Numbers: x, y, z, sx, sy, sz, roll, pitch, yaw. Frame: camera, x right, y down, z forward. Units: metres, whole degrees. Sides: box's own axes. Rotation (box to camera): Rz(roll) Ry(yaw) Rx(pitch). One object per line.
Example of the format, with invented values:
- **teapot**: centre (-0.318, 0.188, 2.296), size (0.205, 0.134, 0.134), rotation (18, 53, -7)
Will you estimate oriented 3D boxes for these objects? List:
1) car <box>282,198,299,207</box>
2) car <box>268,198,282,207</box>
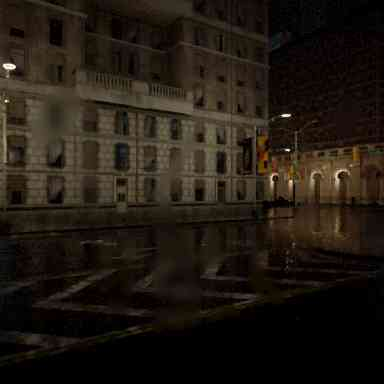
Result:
- **car**: centre (14.406, 1.564, 51.366), size (1.994, 1.385, 4.181), rotation (0, 0, -32)
- **car**: centre (10.866, 1.601, 50.404), size (1.895, 1.301, 4.718), rotation (0, 0, -32)
